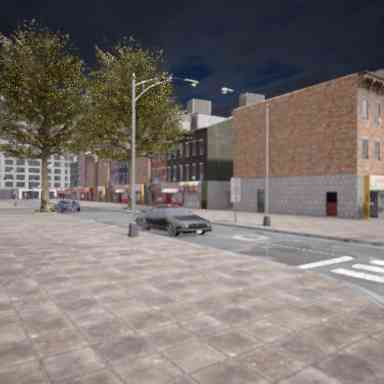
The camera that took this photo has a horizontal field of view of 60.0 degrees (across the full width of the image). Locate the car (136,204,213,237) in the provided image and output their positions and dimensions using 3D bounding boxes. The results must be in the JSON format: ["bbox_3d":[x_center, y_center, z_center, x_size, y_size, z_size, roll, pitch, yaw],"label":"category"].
[{"bbox_3d":[-1.170,1.495,17.996,2.033,1.411,5.357,0,0,-35],"label":"car"}]

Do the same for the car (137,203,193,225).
[{"bbox_3d":[-2.101,1.551,24.542,1.895,1.301,4.718,0,0,-36],"label":"car"}]

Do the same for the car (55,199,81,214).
[{"bbox_3d":[-13.279,1.456,35.324,1.812,1.442,4.674,0,0,-35],"label":"car"}]
